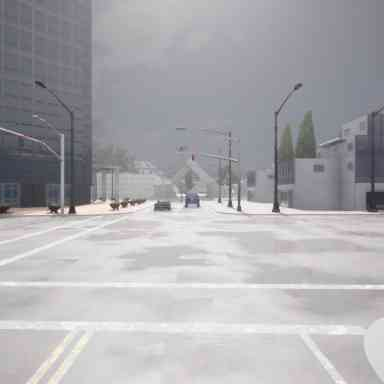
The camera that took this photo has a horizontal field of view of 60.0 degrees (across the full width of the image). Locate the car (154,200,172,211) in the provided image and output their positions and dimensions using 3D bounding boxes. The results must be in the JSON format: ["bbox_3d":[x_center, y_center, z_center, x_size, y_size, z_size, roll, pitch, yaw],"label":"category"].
[{"bbox_3d":[-3.614,1.601,41.604,1.895,1.301,4.718,0,0,0],"label":"car"}]

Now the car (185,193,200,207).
[{"bbox_3d":[0.065,1.221,52.214,2.150,2.045,5.566,0,0,1],"label":"car"}]
